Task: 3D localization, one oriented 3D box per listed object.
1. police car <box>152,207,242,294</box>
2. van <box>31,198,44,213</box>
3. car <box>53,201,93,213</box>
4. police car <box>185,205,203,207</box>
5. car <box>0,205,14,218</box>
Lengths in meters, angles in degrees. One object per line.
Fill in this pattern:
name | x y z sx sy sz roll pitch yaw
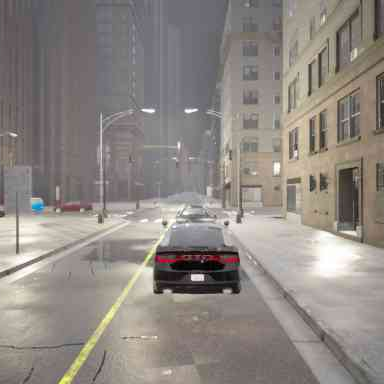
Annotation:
police car | 0.107 1.427 8.917 1.930 1.638 5.238 0 0 0
van | -19.584 1.592 39.117 3.998 1.788 1.690 -1 0 0
car | -13.958 1.727 39.094 4.507 1.381 1.887 -1 0 0
police car | 0.120 1.510 18.522 2.038 1.542 4.974 0 0 0
car | -19.612 1.524 30.591 5.009 1.841 2.192 -1 0 0
